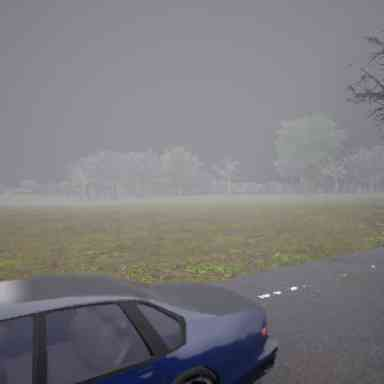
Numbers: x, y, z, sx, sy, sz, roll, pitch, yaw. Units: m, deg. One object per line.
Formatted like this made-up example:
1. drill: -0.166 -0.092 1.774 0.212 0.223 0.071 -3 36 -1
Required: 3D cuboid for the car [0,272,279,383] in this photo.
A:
1. car: -1.595 1.546 2.852 5.357 1.411 2.033 0 0 -35
